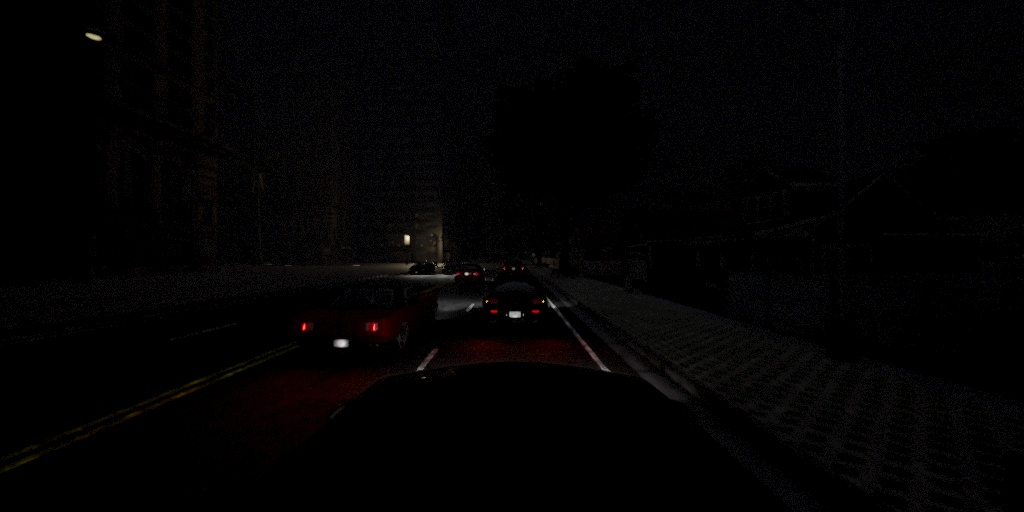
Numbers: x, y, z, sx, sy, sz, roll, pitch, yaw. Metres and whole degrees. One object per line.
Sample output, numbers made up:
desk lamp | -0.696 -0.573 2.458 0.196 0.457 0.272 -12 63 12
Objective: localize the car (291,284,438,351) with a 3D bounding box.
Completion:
car | -3.172 1.346 8.916 1.895 1.301 4.718 0 0 0

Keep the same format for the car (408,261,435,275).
car | -9.788 1.304 39.381 2.033 1.411 5.357 0 0 0

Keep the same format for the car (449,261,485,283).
car | -3.125 1.294 27.361 2.033 1.411 5.357 0 0 0

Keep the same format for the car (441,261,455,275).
car | -6.534 1.282 39.807 1.812 1.442 4.674 0 0 0

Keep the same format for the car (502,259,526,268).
car | 0.141 1.102 32.224 2.097 1.767 4.553 0 0 0

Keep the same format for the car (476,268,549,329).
car | 0.089 1.269 11.164 1.812 1.442 4.674 0 0 0
